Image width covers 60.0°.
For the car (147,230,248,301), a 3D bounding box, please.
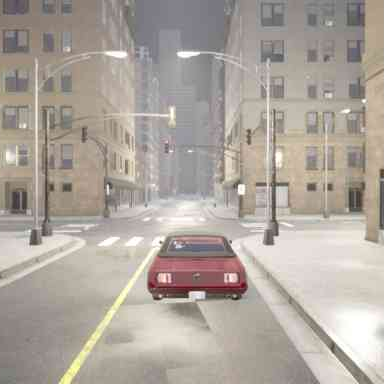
[{"bbox_3d":[0.090,1.600,8.304,1.895,1.301,4.718,0,0,0],"label":"car"}]
